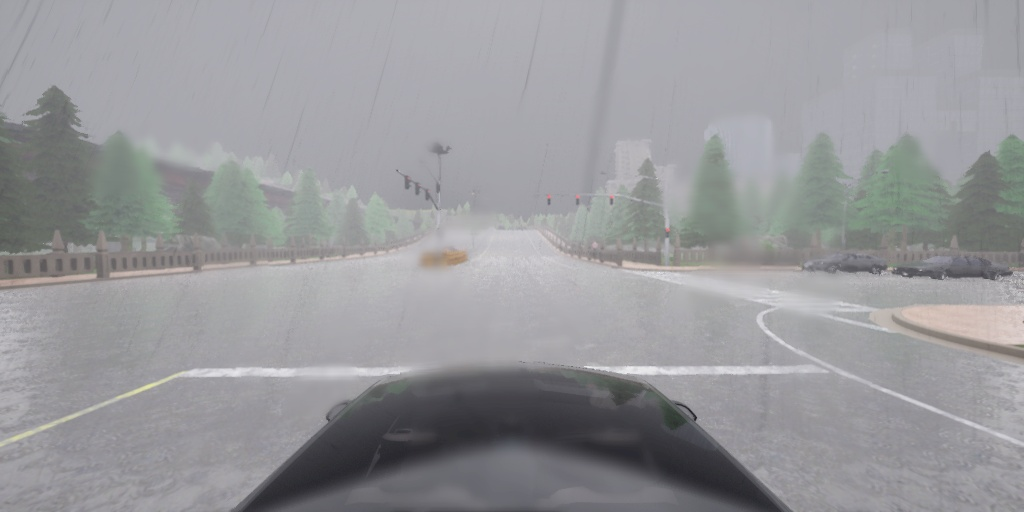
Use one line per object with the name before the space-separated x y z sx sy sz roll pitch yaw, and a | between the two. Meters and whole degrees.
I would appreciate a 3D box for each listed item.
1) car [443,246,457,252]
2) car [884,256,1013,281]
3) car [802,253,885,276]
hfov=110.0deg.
car | -10.552 -0.866 61.010 2.097 1.767 4.553 0 3 0
car | 25.913 0.686 21.182 5.357 1.411 2.033 0 2 0
car | 22.826 0.520 24.674 4.902 1.511 2.128 0 2 0
